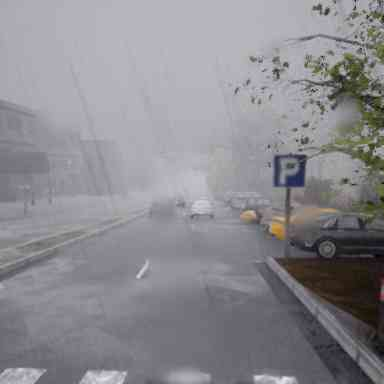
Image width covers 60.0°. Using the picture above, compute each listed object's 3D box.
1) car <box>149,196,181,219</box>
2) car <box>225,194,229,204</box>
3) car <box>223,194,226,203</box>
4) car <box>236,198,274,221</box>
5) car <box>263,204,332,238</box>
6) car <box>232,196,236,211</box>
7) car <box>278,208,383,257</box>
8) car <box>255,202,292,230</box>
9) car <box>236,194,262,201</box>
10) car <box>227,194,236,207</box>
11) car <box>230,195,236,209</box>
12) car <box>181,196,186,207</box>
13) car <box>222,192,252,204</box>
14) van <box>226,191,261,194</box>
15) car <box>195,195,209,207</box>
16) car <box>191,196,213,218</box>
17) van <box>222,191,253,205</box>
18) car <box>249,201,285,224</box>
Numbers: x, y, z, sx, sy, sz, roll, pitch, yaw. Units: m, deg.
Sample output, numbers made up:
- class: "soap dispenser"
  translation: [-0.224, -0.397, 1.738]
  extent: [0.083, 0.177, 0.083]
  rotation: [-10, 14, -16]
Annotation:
- class: "car"
  translation: [-2.407, 1.359, 28.140]
  extent: [2.128, 1.511, 4.902]
  rotation: [0, 1, 2]
- class: "car"
  translation: [6.715, 1.286, 39.307]
  extent: [4.792, 1.488, 2.163]
  rotation: [0, 1, 2]
- class: "car"
  translation: [6.824, 1.044, 44.941]
  extent: [4.553, 1.767, 2.185]
  rotation: [0, 1, 2]
- class: "car"
  translation: [6.004, 1.428, 22.792]
  extent: [5.366, 1.575, 1.946]
  rotation: [0, 0, 2]
- class: "car"
  translation: [5.936, 1.472, 14.527]
  extent: [5.008, 1.535, 2.097]
  rotation: [0, 0, 2]
- class: "car"
  translation: [6.435, 1.400, 31.048]
  extent: [4.674, 1.452, 2.002]
  rotation: [0, 1, 2]
- class: "car"
  translation: [5.852, 1.482, 11.773]
  extent: [4.892, 1.521, 2.231]
  rotation: [0, 0, 2]
- class: "car"
  translation: [6.031, 1.462, 17.278]
  extent: [4.892, 1.521, 2.231]
  rotation: [0, 0, 2]
- class: "car"
  translation: [6.324, 1.264, 28.287]
  extent: [4.553, 1.767, 2.185]
  rotation: [0, 1, 2]
- class: "car"
  translation: [6.573, 1.326, 36.558]
  extent: [4.792, 1.488, 2.163]
  rotation: [0, 1, 2]
- class: "car"
  translation: [6.522, 1.369, 33.800]
  extent: [4.674, 1.452, 2.002]
  rotation: [0, 1, 2]
- class: "car"
  translation: [-1.890, 1.229, 44.009]
  extent: [1.994, 1.385, 4.181]
  rotation: [0, 1, 2]
- class: "car"
  translation: [7.130, 0.881, 53.072]
  extent: [4.553, 1.767, 2.185]
  rotation: [0, 1, 2]
- class: "van"
  translation: [6.886, 0.991, 42.052]
  extent: [4.442, 1.987, 1.878]
  rotation: [0, 1, 2]
- class: "car"
  translation: [1.382, 1.196, 44.560]
  extent: [1.812, 1.442, 4.674]
  rotation: [0, 1, 2]
- class: "car"
  translation: [0.865, 1.402, 28.707]
  extent: [1.812, 1.442, 4.674]
  rotation: [0, 1, 2]
- class: "van"
  translation: [6.901, 0.841, 50.323]
  extent: [4.442, 1.987, 1.878]
  rotation: [0, 1, 2]
- class: "car"
  translation: [6.136, 1.479, 20.027]
  extent: [4.792, 1.488, 2.163]
  rotation: [0, 0, 2]
